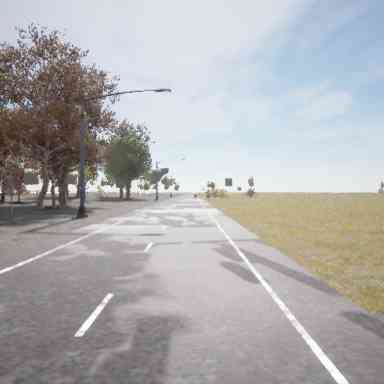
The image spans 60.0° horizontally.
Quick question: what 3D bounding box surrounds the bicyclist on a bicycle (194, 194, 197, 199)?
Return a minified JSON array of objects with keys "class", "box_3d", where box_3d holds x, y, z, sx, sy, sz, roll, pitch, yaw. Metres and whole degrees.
[{"class":"bicyclist on a bicycle","box_3d":[0.987,1.406,95.478,0.659,1.776,1.843,2,1,0]}]
